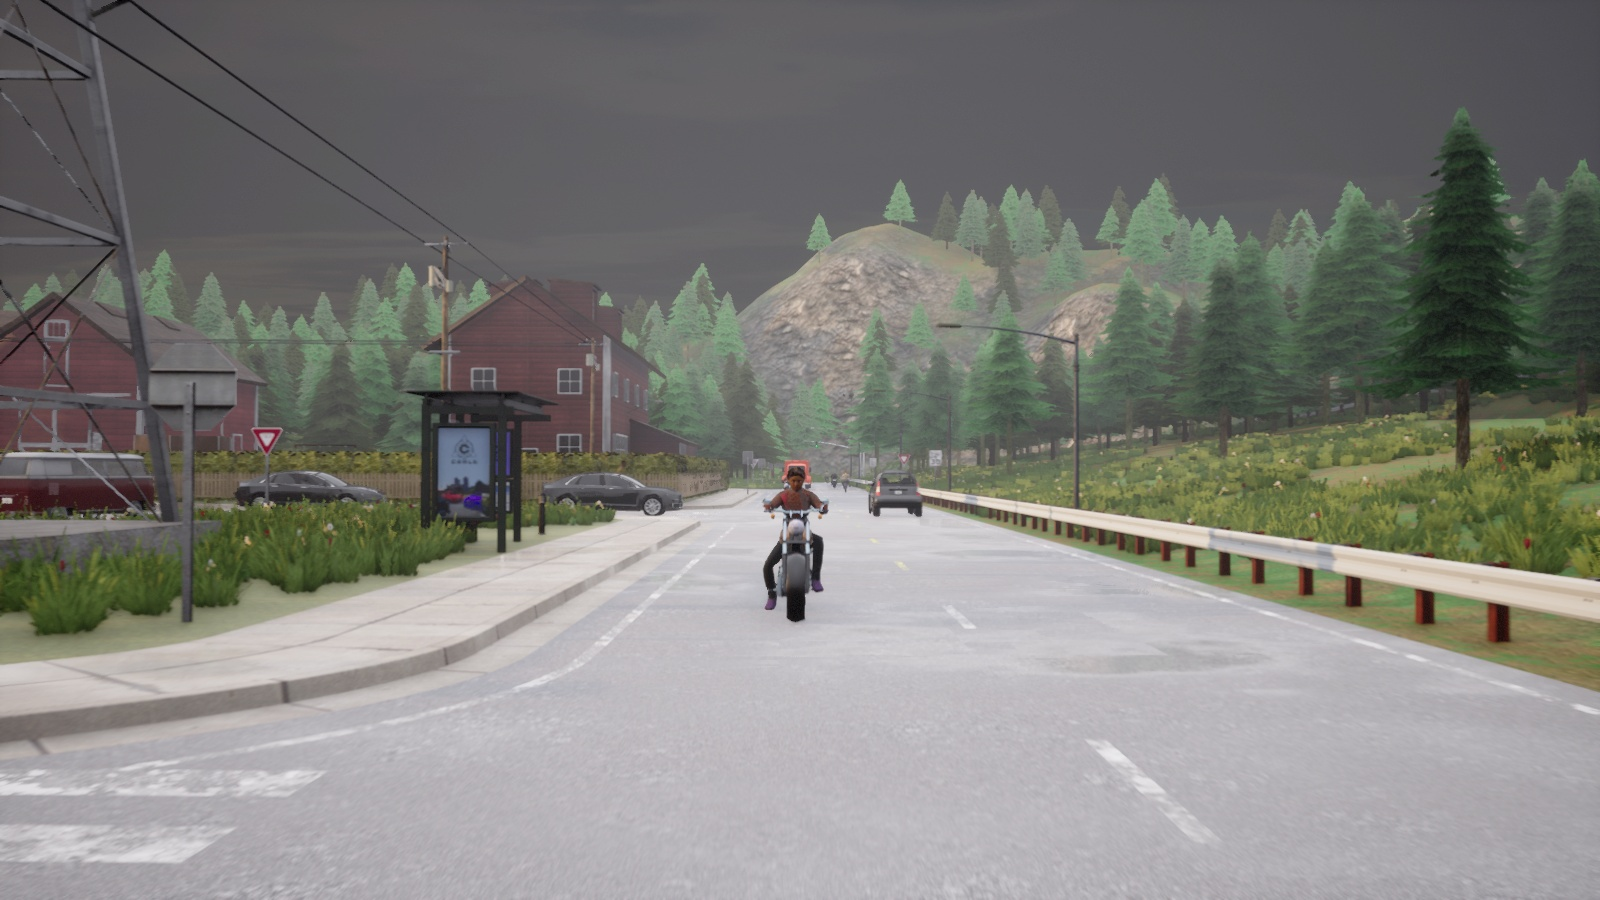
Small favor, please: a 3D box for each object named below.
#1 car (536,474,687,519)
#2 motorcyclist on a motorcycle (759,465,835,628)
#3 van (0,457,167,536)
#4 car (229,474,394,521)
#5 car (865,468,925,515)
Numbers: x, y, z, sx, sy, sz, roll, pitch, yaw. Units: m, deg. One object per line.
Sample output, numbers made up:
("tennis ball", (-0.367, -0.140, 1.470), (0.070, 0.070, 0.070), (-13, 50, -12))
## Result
("car", (-6.381, 1.562, 42.819), (4.892, 1.490, 1.837), (0, -1, -1))
("motorcyclist on a motorcycle", (-0.034, 0.998, 13.938), (0.766, 1.649, 2.350), (0, -1, 0))
("van", (-19.556, 1.215, 33.982), (1.775, 1.987, 4.442), (-1, -1, 16))
("car", (-16.541, 1.598, 42.694), (4.892, 1.490, 1.837), (1, -1, -1))
("car", (3.390, 1.458, 45.302), (1.851, 1.617, 3.988), (0, -1, 0))
